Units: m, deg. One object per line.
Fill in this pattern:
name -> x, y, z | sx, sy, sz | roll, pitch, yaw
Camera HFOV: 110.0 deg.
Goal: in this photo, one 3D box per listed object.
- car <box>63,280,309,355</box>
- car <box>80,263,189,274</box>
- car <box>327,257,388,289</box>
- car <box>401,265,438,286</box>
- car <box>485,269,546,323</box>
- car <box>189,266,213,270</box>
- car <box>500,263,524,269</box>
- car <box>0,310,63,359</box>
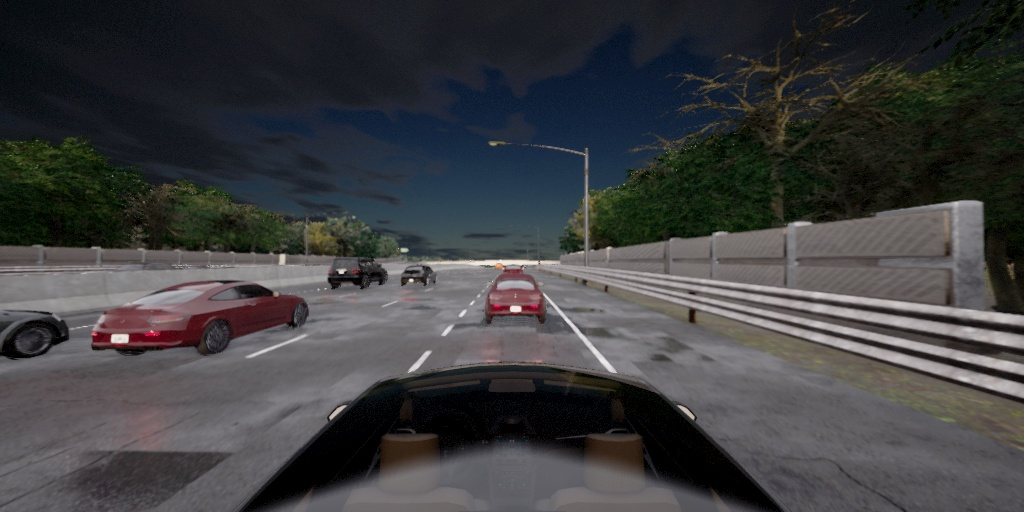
car -> -6.897, 1.297, 8.610 | 1.812, 1.442, 4.674 | 0, 0, 0
car -> -24.587, 1.239, 23.670 | 2.097, 1.767, 4.553 | 0, -1, 0
car -> -10.390, 1.119, 24.514 | 2.150, 2.045, 5.566 | 0, -1, 0
car -> -6.889, 1.431, 26.948 | 1.837, 1.490, 4.892 | 0, -1, 0
car -> 0.105, 1.316, 12.221 | 1.812, 1.442, 4.674 | 0, 0, 0
car -> -28.079, 1.554, 31.698 | 1.994, 1.385, 4.181 | 0, -1, 0
car -> 0.114, 1.482, 32.686 | 1.882, 1.535, 5.008 | 0, -1, 0
car -> -10.399, 1.324, 5.816 | 1.994, 1.385, 4.181 | 0, 0, 0
